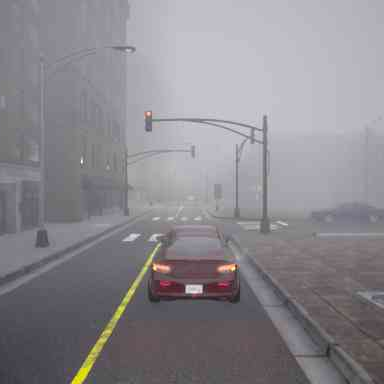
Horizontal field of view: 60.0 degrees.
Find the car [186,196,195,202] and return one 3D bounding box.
[{"bbox_3d":[-0.247,1.567,76.077,1.812,1.442,4.674,0,0,0],"label":"car"}]

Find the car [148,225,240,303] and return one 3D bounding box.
[{"bbox_3d":[0.063,1.526,8.101,1.812,1.442,4.674,0,0,1],"label":"car"}]

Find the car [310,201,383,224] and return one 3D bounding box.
[{"bbox_3d":[11.047,1.432,23.827,5.008,1.535,1.882,0,0,0],"label":"car"}]
